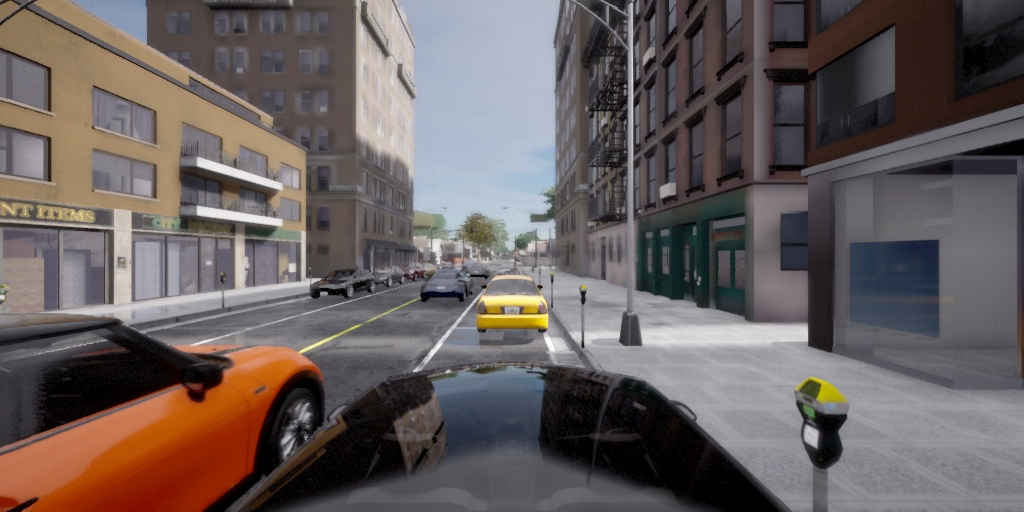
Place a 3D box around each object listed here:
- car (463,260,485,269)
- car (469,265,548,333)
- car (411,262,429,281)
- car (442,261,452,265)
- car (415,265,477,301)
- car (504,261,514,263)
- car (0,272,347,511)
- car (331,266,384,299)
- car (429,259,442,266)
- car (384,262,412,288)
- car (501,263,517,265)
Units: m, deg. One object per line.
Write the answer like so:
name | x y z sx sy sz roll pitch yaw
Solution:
car | -3.013 1.322 32.331 1.994 1.385 4.181 0 0 0
car | 0.005 1.207 10.690 1.801 1.575 5.366 0 0 0
car | -8.408 1.195 29.238 1.967 1.591 4.097 0 0 0
car | -8.408 1.203 40.275 1.967 1.591 4.097 0 0 0
car | -3.015 1.315 17.296 1.994 1.385 4.181 0 0 0
car | -0.383 1.281 29.411 1.751 1.417 4.829 0 0 0
car | -3.020 1.101 1.938 2.097 1.767 4.553 0 0 0
car | -8.408 1.316 18.201 1.948 1.339 4.313 0 0 0
car | -8.408 1.285 34.586 1.751 1.417 4.829 0 0 0
car | -8.408 1.302 23.719 2.007 1.370 4.403 0 0 0
car | -0.383 1.334 23.722 1.802 1.307 4.207 0 0 0
